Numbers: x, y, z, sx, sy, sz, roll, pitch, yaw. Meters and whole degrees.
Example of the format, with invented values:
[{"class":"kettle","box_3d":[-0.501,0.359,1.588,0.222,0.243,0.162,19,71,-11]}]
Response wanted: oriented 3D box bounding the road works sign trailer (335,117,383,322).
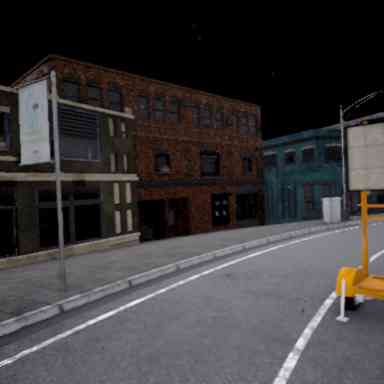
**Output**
[{"class":"road works sign trailer","box_3d":[4.179,0.360,6.070,2.380,3.560,2.880,-2,0,42]}]
